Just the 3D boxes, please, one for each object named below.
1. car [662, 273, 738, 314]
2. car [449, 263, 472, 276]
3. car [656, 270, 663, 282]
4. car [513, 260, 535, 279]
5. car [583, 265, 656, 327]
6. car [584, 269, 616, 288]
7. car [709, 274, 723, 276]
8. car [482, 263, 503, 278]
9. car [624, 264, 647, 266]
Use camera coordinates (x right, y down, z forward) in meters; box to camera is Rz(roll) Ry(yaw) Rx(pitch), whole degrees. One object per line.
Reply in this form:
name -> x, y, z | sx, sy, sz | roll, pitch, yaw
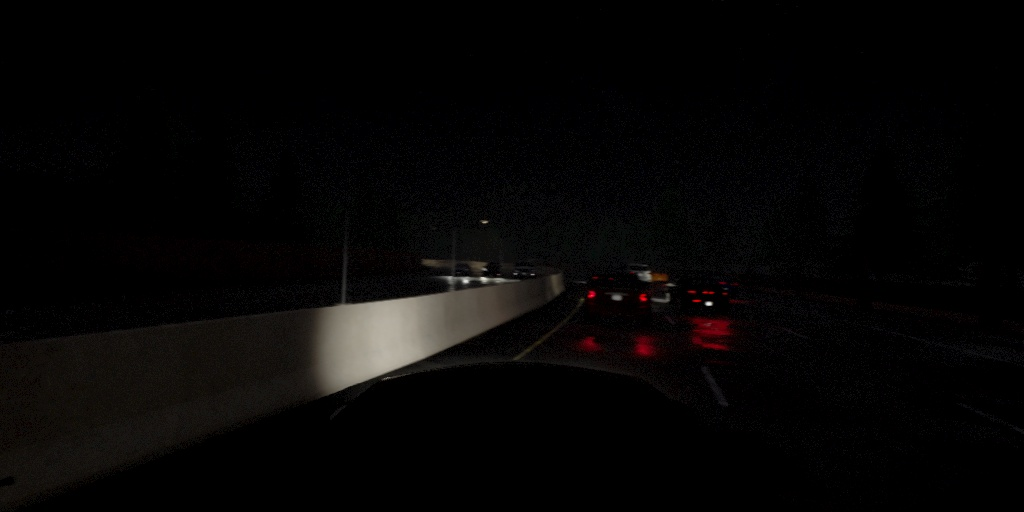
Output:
car -> 8.503, 1.725, 16.708 | 1.837, 1.490, 4.892 | 2, -1, 14
car -> -5.668, 1.531, 40.826 | 1.812, 1.442, 4.674 | 2, -1, 1
car -> 15.137, 2.189, 38.921 | 1.882, 1.535, 5.008 | 2, 0, 3
car -> 1.336, 1.542, 40.674 | 2.150, 2.045, 5.566 | 2, -1, 1
car -> 3.920, 1.373, 13.275 | 2.097, 1.767, 4.553 | 2, -1, 17
car -> 7.782, 1.921, 32.163 | 2.033, 1.411, 5.357 | 2, -1, 6
car -> 13.741, 1.979, 24.866 | 1.882, 1.535, 5.008 | 2, -1, 10
car -> -2.164, 1.537, 40.813 | 2.097, 1.767, 4.553 | 2, -1, 1
car -> 11.417, 1.746, 34.004 | 2.150, 2.045, 5.566 | 2, 0, 5
